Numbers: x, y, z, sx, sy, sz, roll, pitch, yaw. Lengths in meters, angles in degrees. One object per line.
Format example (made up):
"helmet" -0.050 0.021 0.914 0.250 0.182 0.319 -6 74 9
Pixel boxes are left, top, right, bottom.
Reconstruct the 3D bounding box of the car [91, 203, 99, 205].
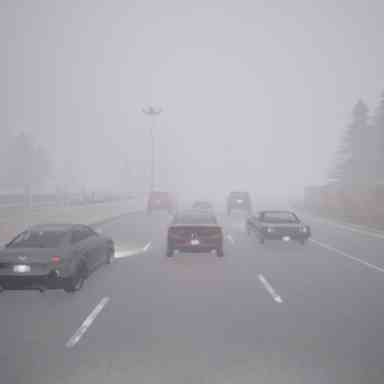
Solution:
"car" -11.468 1.069 42.689 1.882 1.535 5.008 0 0 13

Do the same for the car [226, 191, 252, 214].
"car" 4.385 0.922 31.220 2.150 2.045 5.566 0 1 6

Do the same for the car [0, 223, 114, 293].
"car" -3.405 1.480 8.658 1.994 1.385 4.181 0 1 0

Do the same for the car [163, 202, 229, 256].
"car" 0.096 1.356 12.612 1.882 1.535 5.008 0 1 0

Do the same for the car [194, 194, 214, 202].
"car" 1.159 1.208 33.111 1.812 1.442 4.674 0 1 8

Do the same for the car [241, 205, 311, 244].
"car" 3.597 1.458 14.850 1.895 1.301 4.718 0 1 0

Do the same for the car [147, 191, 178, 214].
"car" -2.653 0.923 31.111 2.150 2.045 5.566 0 1 6

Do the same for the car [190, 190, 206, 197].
"car" 1.469 0.366 81.642 1.837 1.490 4.892 0 1 32

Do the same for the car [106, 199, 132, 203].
"car" -8.239 1.084 41.114 1.882 1.535 5.008 0 0 13
